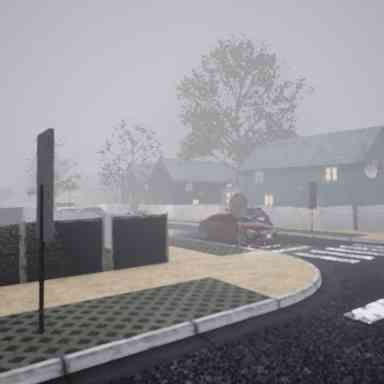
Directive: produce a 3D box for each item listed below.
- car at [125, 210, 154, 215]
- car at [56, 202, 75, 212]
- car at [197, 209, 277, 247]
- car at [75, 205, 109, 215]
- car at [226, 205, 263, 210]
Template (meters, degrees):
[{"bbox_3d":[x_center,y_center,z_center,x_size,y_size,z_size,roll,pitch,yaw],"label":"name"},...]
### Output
[{"bbox_3d":[-3.903,2.068,25.222,1.994,1.385,4.181,1,-2,-35],"label":"car"},{"bbox_3d":[-16.004,2.241,42.428,2.150,2.045,5.566,1,-2,-35],"label":"car"},{"bbox_3d":[2.090,1.778,16.736,1.812,1.442,4.674,1,-2,-35],"label":"car"},{"bbox_3d":[-9.924,2.264,33.735,1.837,1.490,4.892,1,-2,-36],"label":"car"},{"bbox_3d":[2.783,1.698,20.839,2.097,1.767,4.553,1,-2,-35],"label":"car"}]
